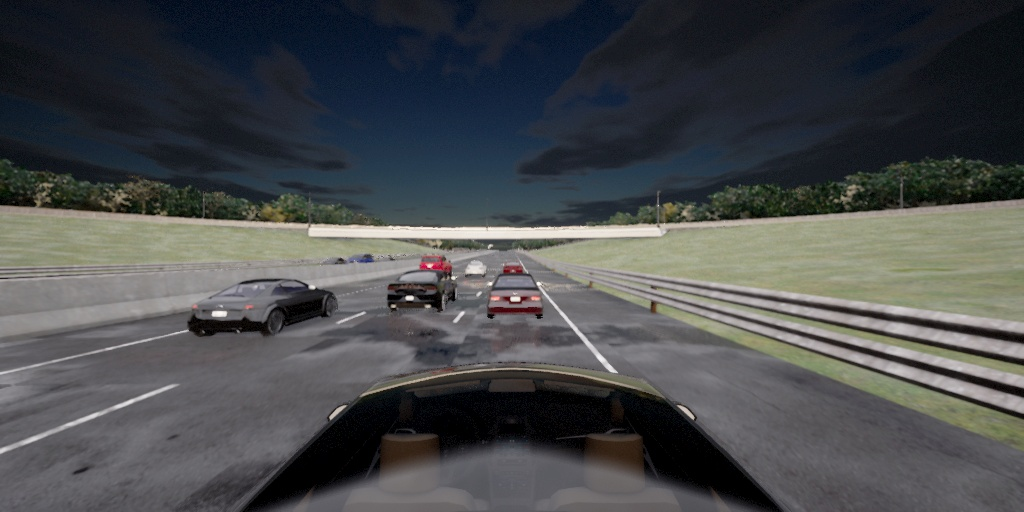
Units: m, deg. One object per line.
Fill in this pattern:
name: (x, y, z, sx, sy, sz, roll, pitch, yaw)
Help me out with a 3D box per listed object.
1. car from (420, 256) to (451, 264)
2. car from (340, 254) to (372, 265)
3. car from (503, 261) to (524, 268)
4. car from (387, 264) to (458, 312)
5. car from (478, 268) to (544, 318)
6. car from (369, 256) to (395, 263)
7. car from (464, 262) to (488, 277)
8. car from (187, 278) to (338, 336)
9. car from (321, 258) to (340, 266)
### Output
car: (-6.896, 0.967, 32.667, 2.150, 2.045, 5.566, 0, 1, 0)
car: (-21.069, 0.721, 49.679, 2.150, 2.045, 5.566, 0, 1, 0)
car: (0.104, 1.202, 35.051, 1.882, 1.535, 5.008, 0, 0, 0)
car: (-3.399, 1.251, 14.397, 1.882, 1.535, 5.008, 0, 0, 0)
car: (0.102, 1.320, 13.081, 2.033, 1.411, 5.357, 0, 0, 0)
car: (-17.570, 1.003, 49.749, 1.837, 1.490, 4.892, 0, 1, 0)
car: (-3.395, 1.254, 34.636, 1.812, 1.442, 4.674, 0, 0, 0)
car: (-6.898, 1.335, 10.461, 1.994, 1.385, 4.181, 0, 0, 0)
car: (-24.567, 1.004, 49.743, 1.837, 1.490, 4.892, 0, 1, 0)
